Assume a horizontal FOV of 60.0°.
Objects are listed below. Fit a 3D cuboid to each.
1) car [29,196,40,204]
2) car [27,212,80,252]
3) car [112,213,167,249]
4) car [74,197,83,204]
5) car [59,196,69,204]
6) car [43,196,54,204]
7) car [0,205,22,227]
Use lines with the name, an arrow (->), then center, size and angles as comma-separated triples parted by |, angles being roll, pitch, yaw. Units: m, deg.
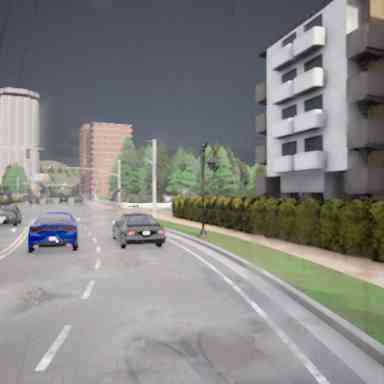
car -> -39.941, 2.058, 84.277 | 2.150, 2.045, 5.566 | 0, -1, -21
car -> -6.108, 1.627, 14.944 | 1.882, 1.535, 5.008 | 0, 0, -19
car -> -2.619, 1.699, 15.602 | 2.033, 1.411, 5.357 | 0, -1, -19
car -> -28.246, 2.180, 83.040 | 1.837, 1.490, 4.892 | 0, -1, -21
car -> -31.531, 1.897, 81.832 | 2.150, 2.045, 5.566 | 0, -1, -21
car -> -36.678, 2.381, 85.541 | 2.033, 1.411, 5.357 | 0, -1, -21
car -> -13.854, 1.744, 24.813 | 2.128, 1.511, 4.902 | 0, -1, -22
